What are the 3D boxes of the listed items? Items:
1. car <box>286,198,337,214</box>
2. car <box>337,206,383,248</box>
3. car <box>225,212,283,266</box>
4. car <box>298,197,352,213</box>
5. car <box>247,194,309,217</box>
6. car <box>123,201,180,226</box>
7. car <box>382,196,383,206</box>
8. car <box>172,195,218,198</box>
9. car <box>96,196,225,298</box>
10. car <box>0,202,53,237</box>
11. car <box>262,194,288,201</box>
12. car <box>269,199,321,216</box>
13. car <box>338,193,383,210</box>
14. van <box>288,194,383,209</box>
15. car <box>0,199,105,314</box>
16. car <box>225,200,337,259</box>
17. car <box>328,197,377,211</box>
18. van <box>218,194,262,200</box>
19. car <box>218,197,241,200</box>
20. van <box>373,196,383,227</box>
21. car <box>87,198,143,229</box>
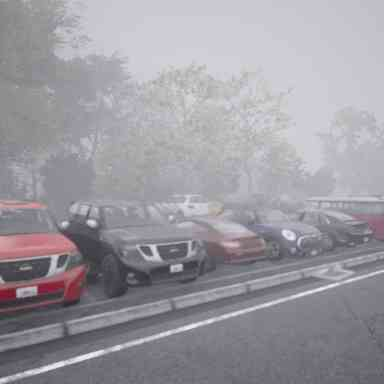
[{"bbox_3d":[12.736,1.474,35.672,2.163,1.488,4.792,0,0,-36],"label":"car"},{"bbox_3d":[4.904,1.473,14.026,2.231,1.521,4.892,0,0,-36],"label":"car"},{"bbox_3d":[0.341,1.514,10.769,2.002,1.452,4.674,0,0,-36],"label":"car"},{"bbox_3d":[14.866,1.423,37.457,1.946,1.575,5.366,0,0,-36],"label":"car"},{"bbox_3d":[8.213,1.210,32.440,2.435,2.045,5.566,0,0,-36],"label":"car"},{"bbox_3d":[-3.079,1.502,24.370,2.163,1.488,4.792,0,0,-36],"label":"car"},{"bbox_3d":[30.766,1.302,48.630,2.163,1.488,4.792,-1,0,-36],"label":"car"},{"bbox_3d":[-0.854,1.220,26.031,2.435,2.045,5.566,0,0,-36],"label":"car"},{"bbox_3d":[-1.925,1.224,9.118,2.435,2.045,5.566,0,0,-36],"label":"car"},{"bbox_3d":[-9.763,1.474,19.401,1.946,1.575,5.366,0,0,-36],"label":"car"},{"bbox_3d":[5.920,1.217,30.872,2.435,2.045,5.566,0,0,-36],"label":"car"},{"bbox_3d":[10.437,1.483,34.101,2.163,1.488,4.792,0,0,-36],"label":"car"},{"bbox_3d":[21.765,1.113,42.126,2.435,2.045,5.566,-1,0,-36],"label":"car"},{"bbox_3d":[7.113,1.244,15.756,1.878,1.987,4.442,0,0,-36],"label":"van"},{"bbox_3d":[-4.206,1.225,7.488,2.435,2.045,5.566,0,0,-36],"label":"car"},{"bbox_3d":[2.602,1.347,12.427,2.185,1.767,4.553,0,0,-36],"label":"car"},{"bbox_3d":[19.496,1.389,40.532,2.231,1.521,4.892,-1,0,-36],"label":"car"},{"bbox_3d":[3.610,1.243,29.330,1.878,1.987,4.442,0,0,-36],"label":"van"},{"bbox_3d":[1.313,1.467,27.773,1.946,1.575,5.366,0,0,-36],"label":"car"},{"bbox_3d":[13.954,1.240,20.645,1.878,1.987,4.442,0,0,-36],"label":"van"},{"bbox_3d":[-5.373,1.348,22.804,2.185,1.767,4.553,0,0,-36],"label":"car"}]
